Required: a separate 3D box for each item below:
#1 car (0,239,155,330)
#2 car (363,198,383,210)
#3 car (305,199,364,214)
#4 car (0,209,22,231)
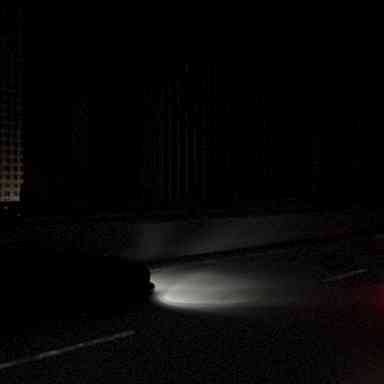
[{"bbox_3d":[-3.345,1.548,5.659,5.357,1.411,2.033,0,0,-35],"label":"car"},{"bbox_3d":[17.151,1.501,33.259,4.892,1.490,1.837,0,0,-34],"label":"car"},{"bbox_3d":[10.086,1.503,24.055,4.892,1.490,1.837,0,0,-35],"label":"car"},{"bbox_3d":[-11.570,1.492,17.236,4.902,1.511,2.128,0,0,-35],"label":"car"}]
